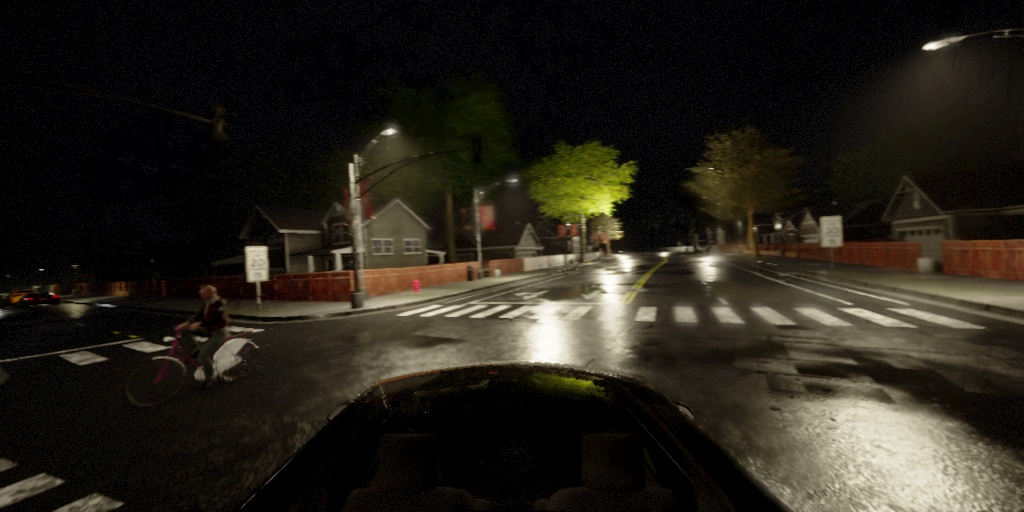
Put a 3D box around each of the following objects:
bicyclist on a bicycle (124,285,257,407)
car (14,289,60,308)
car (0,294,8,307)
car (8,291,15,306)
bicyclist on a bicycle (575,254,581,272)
[{"bbox_3d":[-5.237,1.388,5.973,0.659,1.776,1.843,-3,0,23],"label":"bicyclist on a bicycle"},{"bbox_3d":[-42.384,3.820,32.109,4.181,1.385,1.994,-3,0,32],"label":"car"},{"bbox_3d":[-47.022,4.017,31.743,4.902,1.511,2.128,-3,0,32],"label":"car"},{"bbox_3d":[-50.888,4.232,37.365,5.008,1.535,1.882,-3,0,32],"label":"car"},{"bbox_3d":[6.137,0.693,33.629,0.659,1.776,1.843,-3,0,22],"label":"bicyclist on a bicycle"}]
